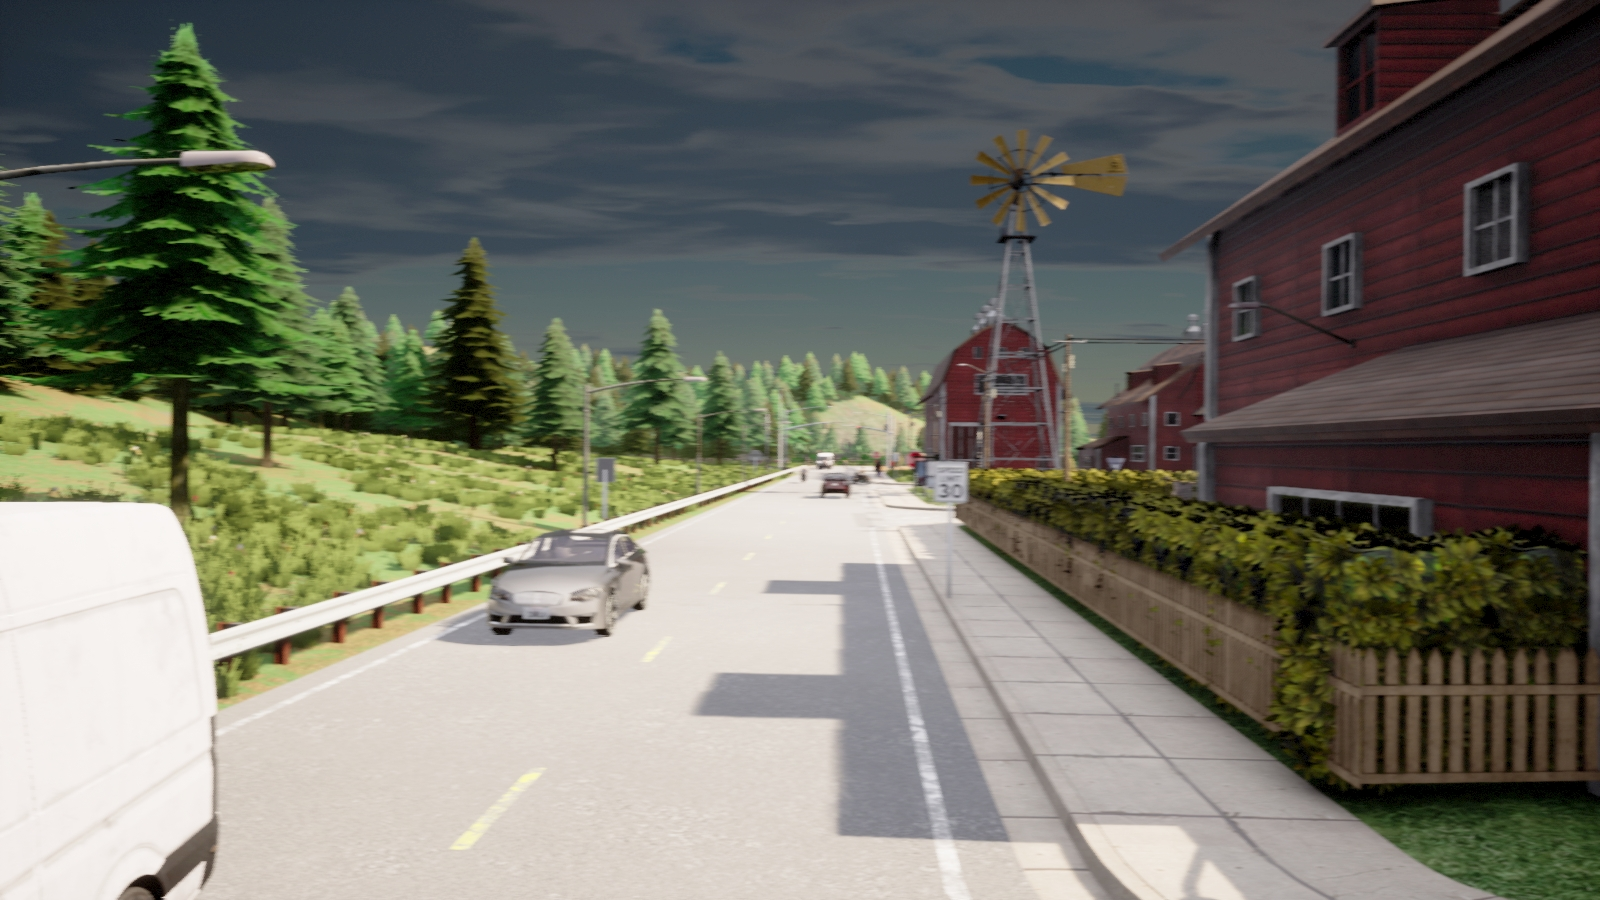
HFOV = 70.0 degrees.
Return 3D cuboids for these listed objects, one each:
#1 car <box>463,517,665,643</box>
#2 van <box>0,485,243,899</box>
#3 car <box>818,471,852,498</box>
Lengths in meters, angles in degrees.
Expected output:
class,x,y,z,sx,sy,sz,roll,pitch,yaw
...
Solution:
class,x,y,z,sx,sy,sz,roll,pitch,yaw
car,-3.705,2.023,18.978,2.128,1.511,4.902,1,0,3
van,-4.008,1.477,3.663,1.988,2.561,5.915,0,0,-5
car,2.228,2.122,71.683,2.007,1.525,4.514,1,0,3
